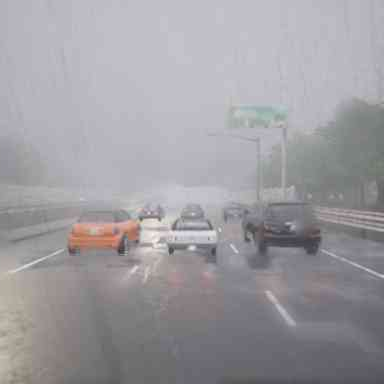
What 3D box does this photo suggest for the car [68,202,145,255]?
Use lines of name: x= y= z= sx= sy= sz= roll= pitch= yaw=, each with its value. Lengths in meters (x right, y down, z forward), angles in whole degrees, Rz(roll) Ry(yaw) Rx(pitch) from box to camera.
car: x=-3.484 y=1.466 z=14.042 sx=2.097 sy=1.767 sz=4.553 roll=0 pitch=-1 yaw=0

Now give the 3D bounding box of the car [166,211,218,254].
car: x=0.016 y=1.717 z=14.064 sx=1.895 sy=1.301 sz=4.718 roll=0 pitch=0 yaw=0

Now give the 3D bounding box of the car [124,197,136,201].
car: x=-13.502 y=1.828 z=72.407 sx=2.097 sy=1.767 sz=4.553 roll=0 pitch=0 yaw=1

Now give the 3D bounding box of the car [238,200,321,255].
car: x=3.514 y=1.333 z=13.968 sx=2.150 sy=2.045 sz=5.566 roll=0 pitch=0 yaw=0

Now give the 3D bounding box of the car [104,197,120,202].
car: x=-17.002 y=1.973 z=72.431 sx=1.837 sy=1.490 sz=4.892 roll=0 pitch=0 yaw=1

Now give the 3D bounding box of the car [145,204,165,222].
car: x=-3.428 y=1.762 z=28.940 sx=2.033 sy=1.411 sz=5.357 roll=0 pitch=0 yaw=0

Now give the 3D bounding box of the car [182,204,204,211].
car: x=0.082 y=1.781 z=29.269 sx=1.994 sy=1.385 sz=4.181 roll=0 pitch=0 yaw=0

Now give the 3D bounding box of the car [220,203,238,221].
car: x=3.578 y=1.709 z=29.207 sx=2.128 sy=1.511 sz=4.902 roll=0 pitch=0 yaw=1

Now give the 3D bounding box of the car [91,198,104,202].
car: x=-20.502 y=2.013 z=72.485 sx=2.033 sy=1.411 sz=5.357 roll=0 pitch=0 yaw=1
